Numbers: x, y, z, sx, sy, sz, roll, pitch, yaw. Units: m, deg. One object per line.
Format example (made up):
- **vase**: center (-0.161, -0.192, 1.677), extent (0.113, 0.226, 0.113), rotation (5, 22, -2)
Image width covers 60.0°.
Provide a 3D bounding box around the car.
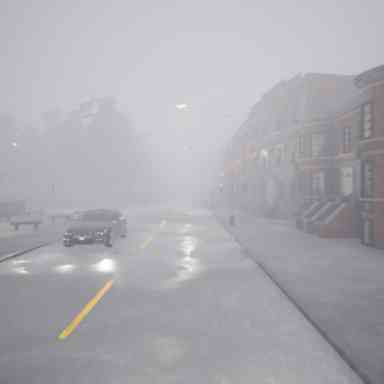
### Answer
- **car**: center (-4.097, 1.491, 14.787), extent (1.837, 1.490, 4.892), rotation (0, 0, 0)
